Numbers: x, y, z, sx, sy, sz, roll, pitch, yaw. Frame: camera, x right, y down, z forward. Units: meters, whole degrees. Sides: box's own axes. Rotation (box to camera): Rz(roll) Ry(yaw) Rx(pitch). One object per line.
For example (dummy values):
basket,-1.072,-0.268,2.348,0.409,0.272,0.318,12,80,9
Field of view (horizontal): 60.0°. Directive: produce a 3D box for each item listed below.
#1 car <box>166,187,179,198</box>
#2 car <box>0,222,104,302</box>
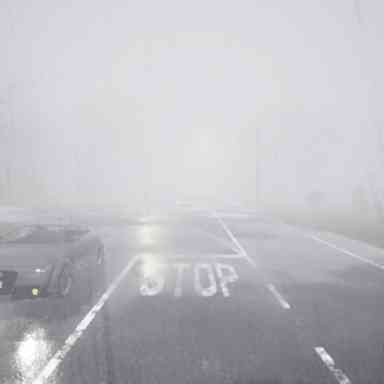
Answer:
car,-3.751,0.079,63.911,2.150,2.045,5.566,0,1,-1
car,-3.501,1.429,7.891,1.994,1.385,4.181,0,1,0
